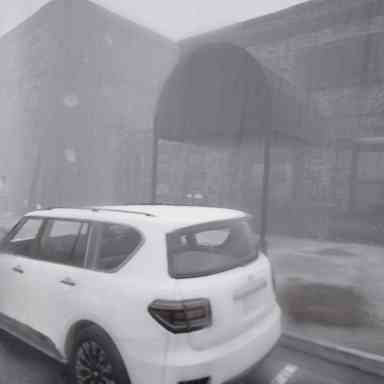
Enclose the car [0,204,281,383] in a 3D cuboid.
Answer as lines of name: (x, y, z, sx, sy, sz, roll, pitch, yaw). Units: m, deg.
car: (-1.489, 1.204, 5.009, 5.566, 2.045, 2.435, 0, 0, 39)
